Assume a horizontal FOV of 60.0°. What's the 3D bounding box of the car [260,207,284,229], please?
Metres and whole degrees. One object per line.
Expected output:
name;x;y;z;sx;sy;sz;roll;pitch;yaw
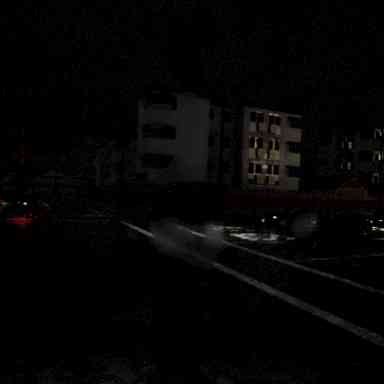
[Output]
car;6.872;1.666;22.440;4.902;1.511;2.128;2;0;-23

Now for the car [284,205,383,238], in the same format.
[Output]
car;8.154;1.731;19.188;4.902;1.511;2.128;2;0;-23

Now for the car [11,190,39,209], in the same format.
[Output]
car;-14.171;0.562;28.264;1.837;1.490;4.892;2;1;-27
